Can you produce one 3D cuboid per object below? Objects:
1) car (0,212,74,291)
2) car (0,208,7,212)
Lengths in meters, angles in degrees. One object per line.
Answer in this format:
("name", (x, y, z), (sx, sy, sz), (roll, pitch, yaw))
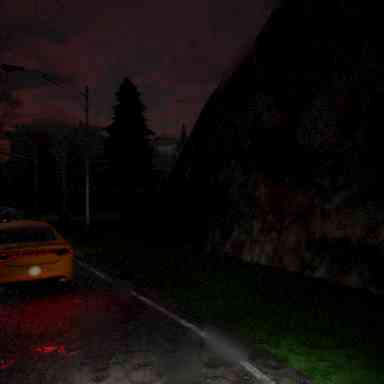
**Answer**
("car", (-4.622, 1.511, 9.029), (1.882, 1.535, 5.008), (0, 0, -33))
("car", (-11.196, 1.609, 18.659), (1.812, 1.442, 4.674), (-1, 0, -35))
